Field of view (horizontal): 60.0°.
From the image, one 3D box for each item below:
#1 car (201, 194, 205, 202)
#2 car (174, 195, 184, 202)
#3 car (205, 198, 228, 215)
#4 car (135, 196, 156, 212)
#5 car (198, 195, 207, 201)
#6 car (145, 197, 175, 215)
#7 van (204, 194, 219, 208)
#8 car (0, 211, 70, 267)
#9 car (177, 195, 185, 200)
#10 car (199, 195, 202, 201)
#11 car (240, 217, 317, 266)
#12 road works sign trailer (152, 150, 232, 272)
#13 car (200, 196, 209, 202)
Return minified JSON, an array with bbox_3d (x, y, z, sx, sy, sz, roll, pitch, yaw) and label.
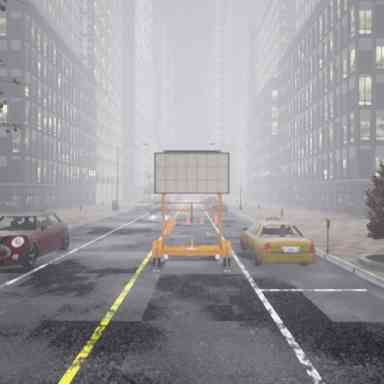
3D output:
[{"bbox_3d":[2.674,1.424,45.317,1.967,1.590,4.097,0,0,0],"label":"car"},{"bbox_3d":[-3.021,1.459,74.887,1.837,1.490,4.892,0,0,0],"label":"car"},{"bbox_3d":[2.677,1.555,33.932,1.947,1.339,4.313,0,0,0],"label":"car"},{"bbox_3d":[-5.705,1.512,39.467,1.752,1.417,4.829,0,0,0],"label":"car"},{"bbox_3d":[2.664,1.506,85.162,2.008,1.369,4.403,0,0,0],"label":"car"},{"bbox_3d":[-3.110,1.537,33.593,2.033,1.411,5.357,0,0,0],"label":"car"},{"bbox_3d":[2.674,1.328,39.624,1.690,1.788,3.998,0,0,0],"label":"van"},{"bbox_3d":[-5.698,1.437,11.177,1.967,1.590,4.097,0,0,0],"label":"car"},{"bbox_3d":[-3.025,1.505,90.742,2.033,1.411,5.357,0,0,0],"label":"car"},{"bbox_3d":[2.670,1.557,62.393,1.802,1.307,4.206,0,0,0],"label":"car"},{"bbox_3d":[2.683,1.523,11.334,1.752,1.417,4.829,0,0,0],"label":"car"},{"bbox_3d":[-0.004,0.462,10.742,2.380,3.560,2.880,0,0,0],"label":"road works sign trailer"},{"bbox_3d":[2.667,1.511,73.778,1.887,1.381,4.507,0,0,0],"label":"car"}]
